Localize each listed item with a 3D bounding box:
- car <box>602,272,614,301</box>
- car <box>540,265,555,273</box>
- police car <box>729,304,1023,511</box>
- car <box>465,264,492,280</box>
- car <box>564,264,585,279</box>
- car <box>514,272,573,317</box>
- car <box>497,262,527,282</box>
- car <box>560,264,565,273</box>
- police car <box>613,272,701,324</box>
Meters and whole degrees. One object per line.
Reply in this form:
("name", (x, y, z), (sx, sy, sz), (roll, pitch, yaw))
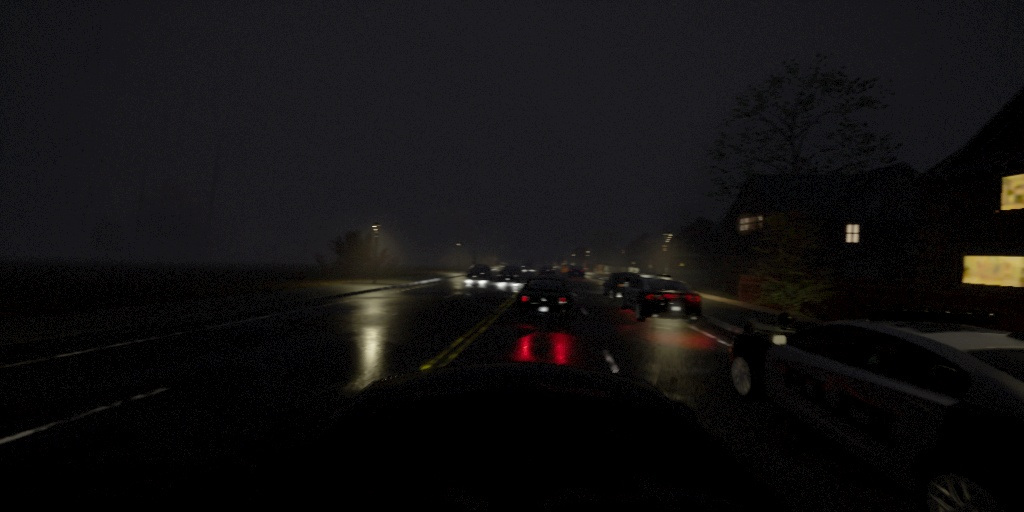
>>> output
("car", (6.143, 1.629, 19.662), (1.837, 1.490, 4.892), (2, -1, 7))
("car", (5.049, 1.948, 50.721), (1.994, 1.385, 4.181), (2, -1, 5))
("police car", (4.171, 1.338, 3.791), (1.930, 1.638, 5.238), (2, -1, 8))
("car", (-3.097, 1.504, 34.989), (2.033, 1.411, 5.357), (2, -1, 6))
("car", (7.576, 1.869, 42.719), (1.882, 1.535, 5.008), (2, -1, 5))
("car", (1.335, 1.509, 14.143), (1.895, 1.301, 4.718), (2, -1, 7))
("car", (-0.075, 1.583, 32.595), (2.033, 1.411, 5.357), (2, -1, 6))
("car", (8.662, 2.035, 56.087), (1.882, 1.535, 5.008), (2, 0, 4))
("police car", (5.445, 1.471, 13.776), (1.930, 1.638, 5.238), (2, -1, 7))
